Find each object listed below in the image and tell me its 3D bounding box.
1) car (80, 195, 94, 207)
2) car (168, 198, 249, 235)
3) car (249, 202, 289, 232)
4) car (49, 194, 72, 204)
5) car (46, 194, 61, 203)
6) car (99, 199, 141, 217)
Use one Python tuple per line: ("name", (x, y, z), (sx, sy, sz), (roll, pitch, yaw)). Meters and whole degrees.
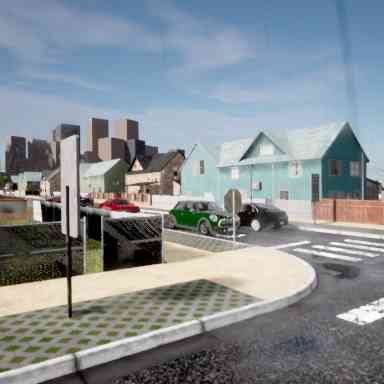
("car", (-14.363, 1.126, 43.514), (2.128, 1.511, 4.902), (-1, 1, -36))
("car", (0.588, 1.256, 18.264), (2.097, 1.767, 4.553), (-1, 1, -36))
("car", (3.290, 1.373, 19.403), (1.837, 1.490, 4.892), (-1, 1, -36))
("car", (-20.514, 1.046, 51.819), (2.128, 1.511, 4.902), (-1, 1, -36))
("car", (-17.099, 1.268, 42.452), (1.895, 1.301, 4.718), (-1, 1, -36))
("car", (-5.951, 1.294, 27.174), (1.882, 1.535, 5.008), (-1, 1, -36))
